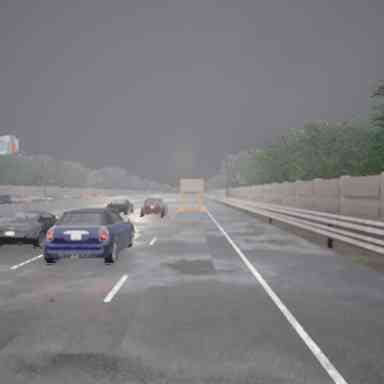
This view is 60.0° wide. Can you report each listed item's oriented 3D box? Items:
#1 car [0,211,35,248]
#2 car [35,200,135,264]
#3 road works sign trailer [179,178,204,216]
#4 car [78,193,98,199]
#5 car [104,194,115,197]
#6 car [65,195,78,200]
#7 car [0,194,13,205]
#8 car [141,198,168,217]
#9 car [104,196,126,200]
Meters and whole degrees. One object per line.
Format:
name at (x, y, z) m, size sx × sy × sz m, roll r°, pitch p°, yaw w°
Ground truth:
car at (-6.901, 1.536, 14.625) m, size 1.994 × 1.385 × 4.181 m, roll 0°, pitch 0°, yaw 0°
car at (-3.401, 1.328, 11.882) m, size 2.097 × 1.767 × 4.553 m, roll 0°, pitch 0°, yaw 0°
road works sign trailer at (-0.002, 0.421, 31.885) m, size 2.380 × 3.560 × 2.880 m, roll 0°, pitch 0°, yaw 0°
car at (-21.005, 1.183, 68.380) m, size 2.150 × 2.045 × 5.566 m, roll 0°, pitch 0°, yaw 0°
car at (-17.505, 1.308, 70.663) m, size 2.097 × 1.767 × 4.553 m, roll 0°, pitch 0°, yaw 0°
car at (-24.505, 1.458, 68.410) m, size 1.837 × 1.490 × 4.892 m, roll 0°, pitch 0°, yaw 0°
car at (-17.597, 1.180, 28.540) m, size 2.150 × 2.045 × 5.566 m, roll 0°, pitch 0°, yaw 0°
car at (-3.402, 1.309, 30.593) m, size 2.097 × 1.767 × 4.553 m, roll 0°, pitch 0°, yaw 0°
car at (-6.903, 1.433, 32.494) m, size 1.882 × 1.535 × 5.008 m, roll 0°, pitch 0°, yaw 0°
